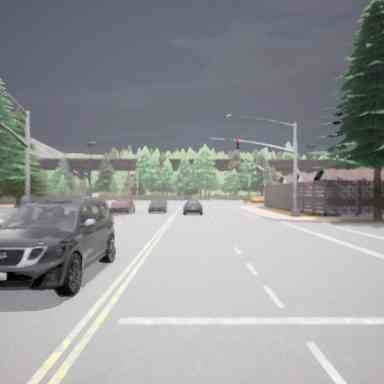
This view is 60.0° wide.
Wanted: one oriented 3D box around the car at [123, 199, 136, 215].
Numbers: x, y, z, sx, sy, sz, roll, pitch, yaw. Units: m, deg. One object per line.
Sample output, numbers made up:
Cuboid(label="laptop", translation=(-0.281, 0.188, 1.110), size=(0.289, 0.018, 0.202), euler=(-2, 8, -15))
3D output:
Cuboid(label="car", translation=(-7.083, 1.487, 34.340), size=(1.882, 1.535, 5.008), euler=(0, 0, 0))

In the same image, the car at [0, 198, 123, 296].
Cuboid(label="car", translation=(-3.600, 1.224, 8.976), size=(2.150, 2.045, 5.566), euler=(0, 0, 0))

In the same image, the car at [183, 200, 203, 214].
Cuboid(label="car", translation=(0.099, 1.574, 35.074), size=(1.994, 1.385, 4.181), euler=(0, 0, 0))

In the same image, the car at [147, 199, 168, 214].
Cuboid(label="car", translation=(-3.577, 1.516, 35.680), size=(1.837, 1.490, 4.892), euler=(0, 0, 0))
